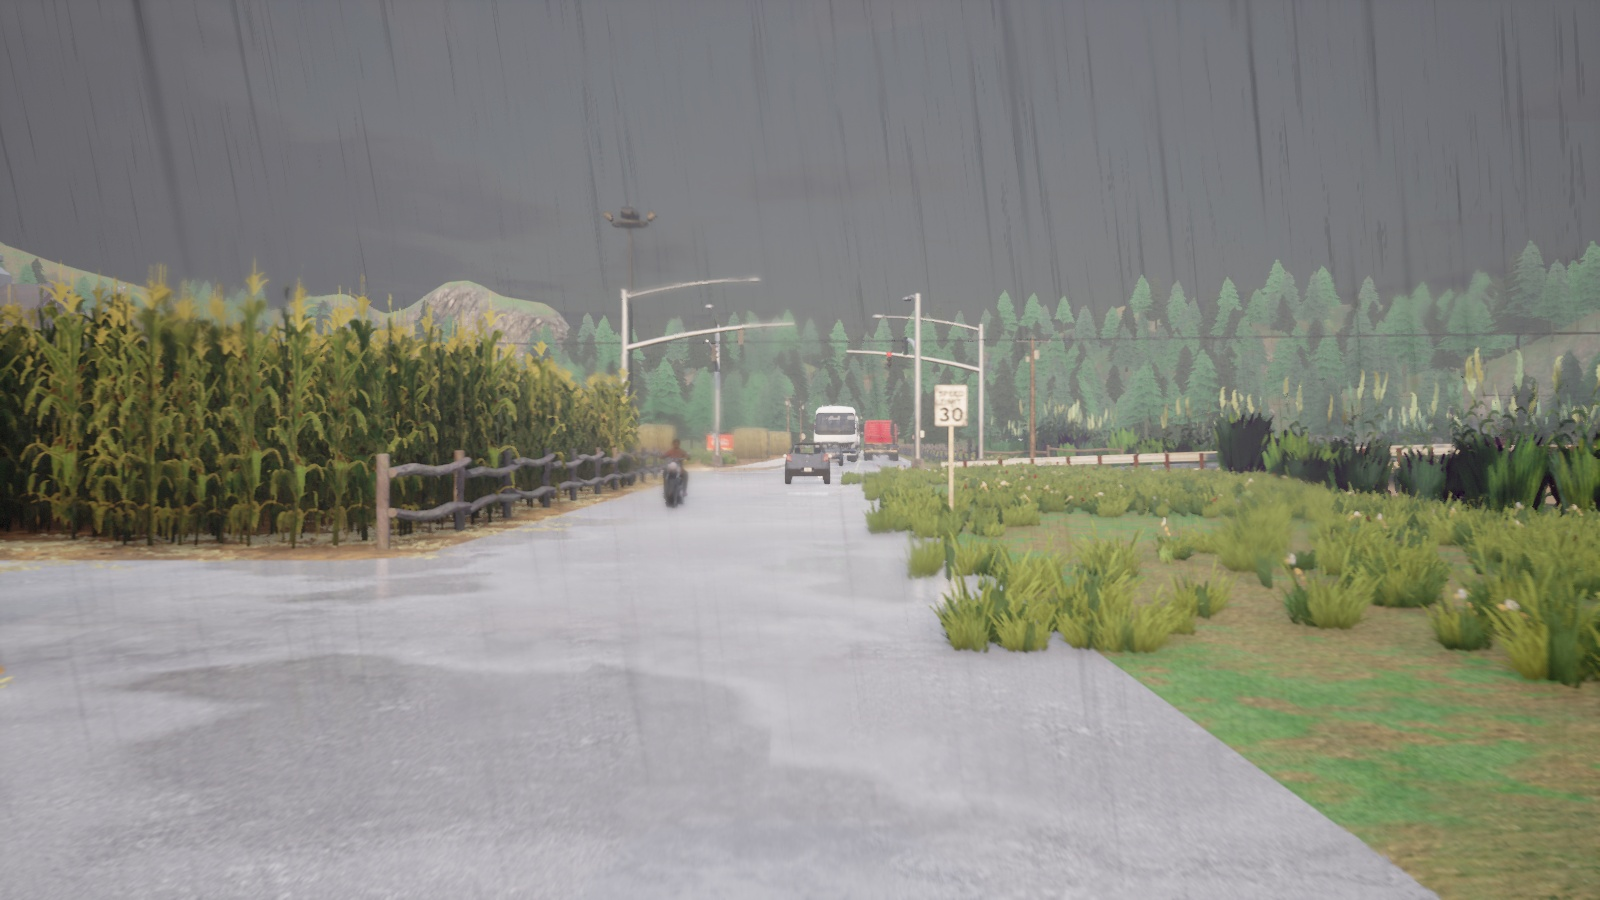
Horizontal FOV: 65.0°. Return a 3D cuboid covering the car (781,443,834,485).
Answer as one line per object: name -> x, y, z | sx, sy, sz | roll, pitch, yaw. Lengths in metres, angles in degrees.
car -> 0.277, 0.498, 46.300 | 1.845, 1.501, 3.633 | 0, 0, 0

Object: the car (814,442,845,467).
car -> 1.885, 0.245, 79.226 | 1.789, 1.549, 3.705 | 0, 0, 3

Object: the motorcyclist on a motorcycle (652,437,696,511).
motorcyclist on a motorcycle -> -2.919, 0.530, 29.256 | 0.766, 1.649, 2.350 | 0, 0, 0

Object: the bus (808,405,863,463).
bus -> 2.831, -1.208, 96.720 | 3.944, 4.253, 10.273 | 0, 0, 3
